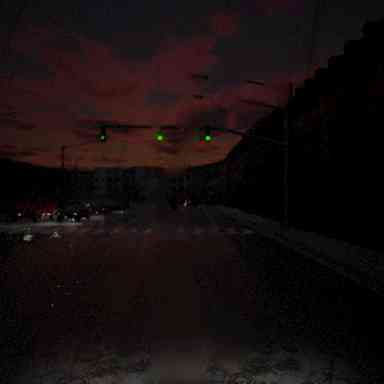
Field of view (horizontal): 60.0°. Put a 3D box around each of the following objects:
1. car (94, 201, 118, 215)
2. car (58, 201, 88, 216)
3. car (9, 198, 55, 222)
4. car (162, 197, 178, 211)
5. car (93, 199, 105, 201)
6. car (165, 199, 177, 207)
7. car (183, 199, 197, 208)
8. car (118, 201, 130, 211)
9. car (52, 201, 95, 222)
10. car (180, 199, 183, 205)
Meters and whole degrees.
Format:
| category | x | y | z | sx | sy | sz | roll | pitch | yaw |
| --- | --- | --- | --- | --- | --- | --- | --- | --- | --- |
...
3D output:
| category | x | y | z | sx | sy | sz | roll | pitch | yaw |
| --- | --- | --- | --- | --- | --- | --- | --- | --- | --- |
| car | -10.581 | 2.012 | 39.274 | 1.895 | 1.301 | 4.718 | 0 | -1 | 0 |
| car | -14.082 | 1.921 | 39.776 | 1.837 | 1.490 | 4.892 | 0 | -1 | 0 |
| car | -14.091 | 1.536 | 29.970 | 2.150 | 2.045 | 5.566 | 0 | -1 | 1 |
| car | -3.412 | 1.754 | 50.942 | 2.150 | 2.045 | 5.566 | 0 | -1 | 0 |
| car | -14.066 | 1.872 | 49.749 | 2.097 | 1.767 | 4.553 | 0 | -1 | 0 |
| car | -4.410 | 2.225 | 69.380 | 1.837 | 1.490 | 4.892 | 0 | -1 | -14 |
| car | -0.042 | 2.132 | 61.255 | 2.128 | 1.511 | 4.902 | 0 | -1 | -3 |
| car | -10.566 | 2.066 | 49.617 | 2.033 | 1.411 | 5.357 | 0 | -1 | 0 |
| car | -10.587 | 1.842 | 30.171 | 1.812 | 1.442 | 4.674 | 0 | -1 | 0 |
| car | -1.299 | 2.136 | 71.336 | 2.128 | 1.511 | 4.902 | 0 | -1 | -17 |
